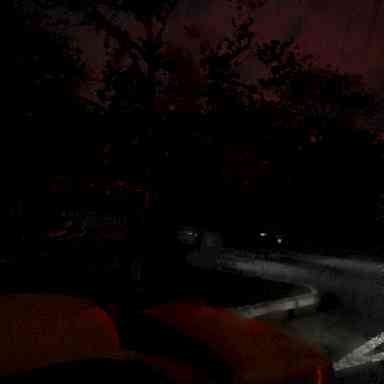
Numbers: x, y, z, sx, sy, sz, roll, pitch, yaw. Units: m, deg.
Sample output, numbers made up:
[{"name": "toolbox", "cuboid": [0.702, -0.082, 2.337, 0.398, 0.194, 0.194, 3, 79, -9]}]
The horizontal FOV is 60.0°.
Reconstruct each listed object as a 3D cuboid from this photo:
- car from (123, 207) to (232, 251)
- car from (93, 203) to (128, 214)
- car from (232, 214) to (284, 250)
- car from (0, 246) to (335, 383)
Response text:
[{"name": "car", "cuboid": [-0.901, 1.658, 14.762, 2.128, 1.511, 4.902, 4, -2, -41]}, {"name": "car", "cuboid": [-9.925, 2.160, 43.082, 5.357, 1.411, 2.033, 3, -2, 0]}, {"name": "car", "cuboid": [2.102, 1.835, 16.169, 2.128, 1.511, 4.902, 4, -3, -44]}, {"name": "car", "cuboid": [-1.041, 1.480, 2.149, 5.008, 1.535, 1.882, 1, 0, -35]}]
